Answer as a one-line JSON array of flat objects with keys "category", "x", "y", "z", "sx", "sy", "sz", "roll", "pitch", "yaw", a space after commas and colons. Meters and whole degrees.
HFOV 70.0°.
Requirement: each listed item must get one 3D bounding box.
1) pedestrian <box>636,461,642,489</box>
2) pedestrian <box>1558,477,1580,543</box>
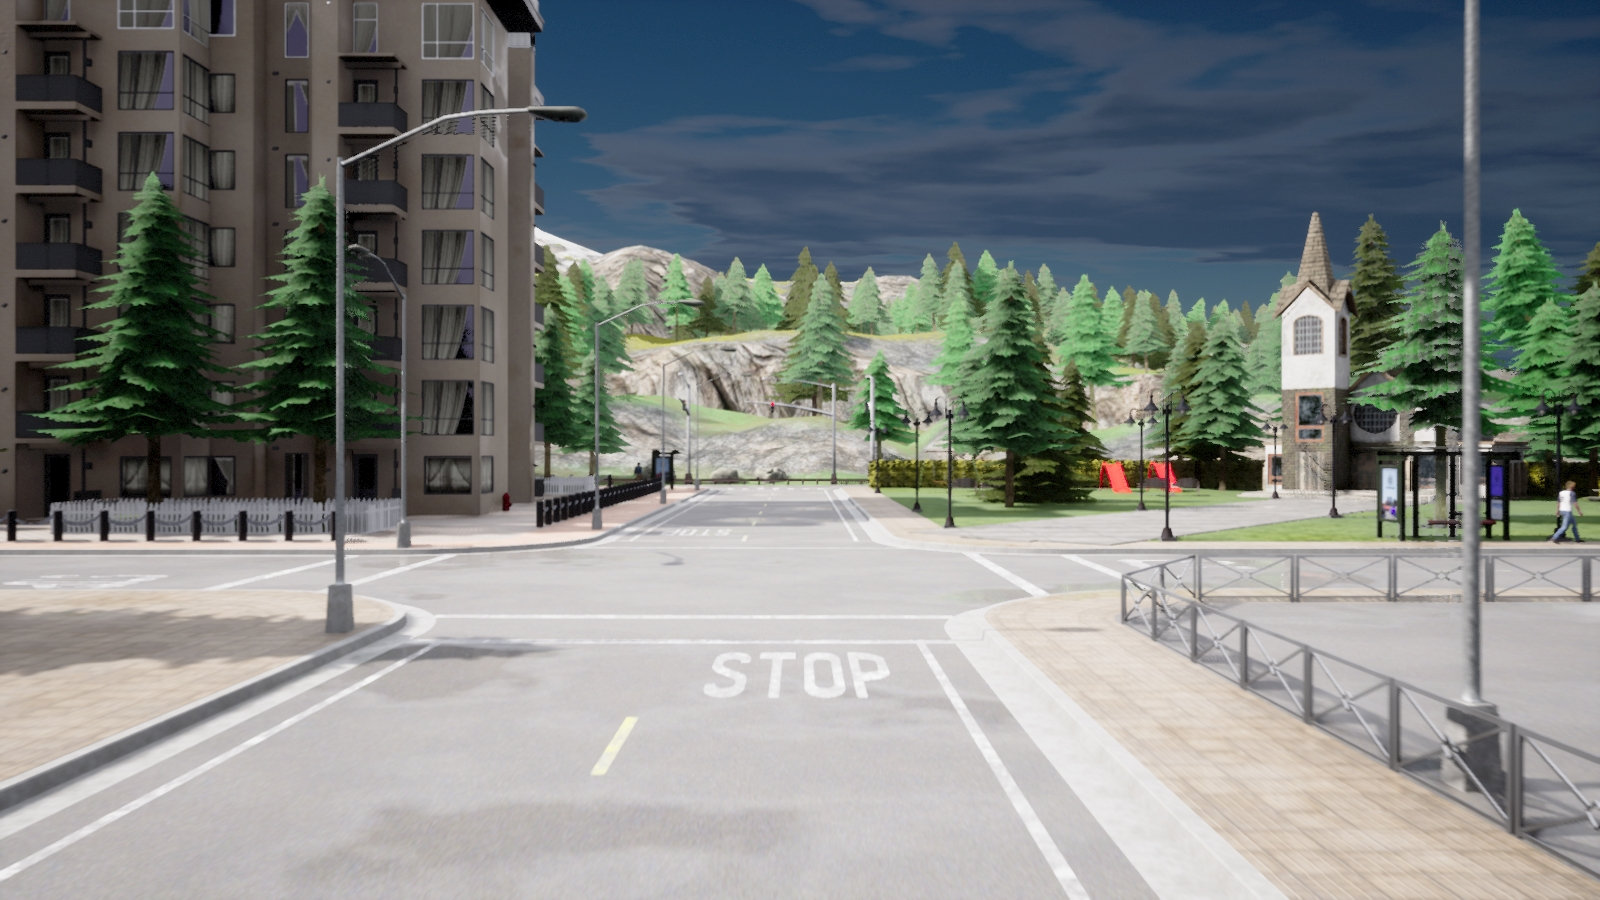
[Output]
[{"category": "pedestrian", "x": -10.640, "y": 1.676, "z": 75.567, "sx": 0.375, "sy": 1.860, "sz": 0.375, "roll": 0, "pitch": 0, "yaw": 0}, {"category": "pedestrian", "x": 21.747, "y": 1.691, "z": 32.294, "sx": 0.375, "sy": 1.860, "sz": 0.375, "roll": 0, "pitch": 0, "yaw": 2}]
